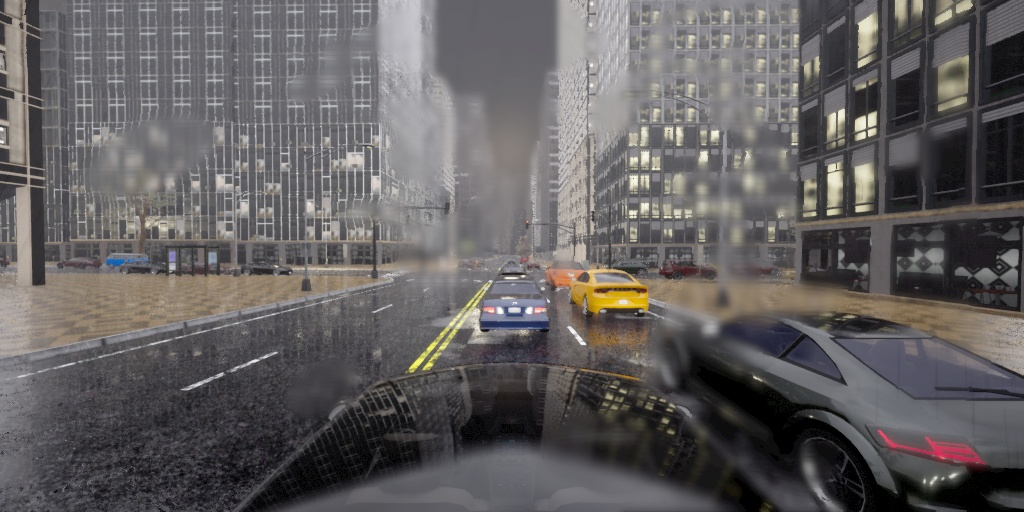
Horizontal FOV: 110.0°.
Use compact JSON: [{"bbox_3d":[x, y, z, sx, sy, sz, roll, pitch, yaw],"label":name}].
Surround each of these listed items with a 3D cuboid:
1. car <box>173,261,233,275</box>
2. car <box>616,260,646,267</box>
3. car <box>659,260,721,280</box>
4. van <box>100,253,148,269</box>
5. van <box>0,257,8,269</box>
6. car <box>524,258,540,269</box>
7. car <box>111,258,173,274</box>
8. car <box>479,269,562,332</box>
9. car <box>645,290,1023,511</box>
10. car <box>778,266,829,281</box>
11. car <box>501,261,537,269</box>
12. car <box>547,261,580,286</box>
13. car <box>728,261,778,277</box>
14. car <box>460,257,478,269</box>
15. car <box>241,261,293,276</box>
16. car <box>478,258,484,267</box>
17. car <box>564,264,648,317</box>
[{"bbox_3d":[-28.473,1.136,33.469,4.207,1.307,1.802,0,0,1],"label":"car"},{"bbox_3d":[12.080,1.175,38.724,4.553,1.767,2.097,1,1,1],"label":"car"},{"bbox_3d":[16.137,1.267,32.890,5.009,1.841,2.192,0,0,1],"label":"car"},{"bbox_3d":[-45.361,0.602,42.272,3.998,1.789,1.690,0,0,1],"label":"van"},{"bbox_3d":[-51.199,0.685,33.999,3.998,1.789,1.690,0,0,1],"label":"van"},{"bbox_3d":[3.123,1.313,53.276,1.895,1.301,4.718,0,0,2],"label":"car"},{"bbox_3d":[-34.154,1.067,33.632,4.313,1.339,1.948,0,0,1],"label":"car"},{"bbox_3d":[0.084,1.293,10.778,2.033,1.411,5.357,0,0,1],"label":"car"},{"bbox_3d":[3.340,1.313,4.099,1.994,1.385,4.181,0,0,0],"label":"car"},{"bbox_3d":[27.586,1.577,32.714,4.829,1.417,1.751,0,0,1],"label":"car"},{"bbox_3d":[0.066,1.231,20.530,2.128,1.511,4.902,0,0,0],"label":"car"},{"bbox_3d":[3.313,1.091,22.189,2.097,1.767,4.553,0,0,0],"label":"car"},{"bbox_3d":[25.834,1.295,38.513,4.553,1.767,2.097,0,1,1],"label":"car"},{"bbox_3d":[-6.687,1.275,54.303,1.994,1.385,4.181,0,0,0],"label":"car"},{"bbox_3d":[-22.789,1.172,33.346,4.313,1.339,1.948,0,0,1],"label":"car"},{"bbox_3d":[-6.675,1.051,64.304,2.097,1.767,4.553,0,0,0],"label":"car"},{"bbox_3d":[3.329,1.222,13.184,1.882,1.535,5.008,0,0,0],"label":"car"}]
